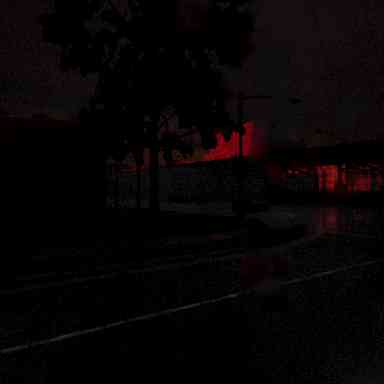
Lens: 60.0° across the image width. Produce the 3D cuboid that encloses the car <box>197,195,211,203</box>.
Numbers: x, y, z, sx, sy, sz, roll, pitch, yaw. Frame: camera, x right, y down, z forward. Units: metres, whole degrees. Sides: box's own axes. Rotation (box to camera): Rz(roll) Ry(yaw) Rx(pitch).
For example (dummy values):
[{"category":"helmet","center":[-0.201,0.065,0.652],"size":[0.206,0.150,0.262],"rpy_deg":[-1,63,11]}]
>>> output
[{"category":"car","center":[1.903,1.352,67.392],"size":[2.097,1.767,4.553],"rpy_deg":[0,0,-34]}]

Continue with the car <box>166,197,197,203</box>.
[{"category":"car","center":[-1.949,1.155,47.877],"size":[2.033,1.411,5.357],"rpy_deg":[0,0,-34]}]

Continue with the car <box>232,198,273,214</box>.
[{"category":"car","center":[6.381,1.478,35.356],"size":[1.882,1.535,5.008],"rpy_deg":[0,1,-34]}]
